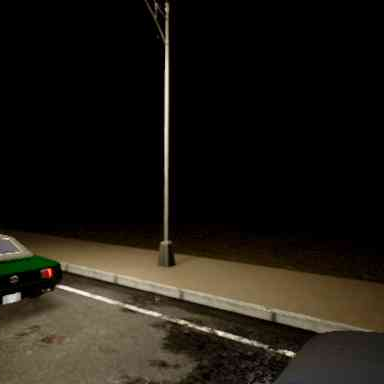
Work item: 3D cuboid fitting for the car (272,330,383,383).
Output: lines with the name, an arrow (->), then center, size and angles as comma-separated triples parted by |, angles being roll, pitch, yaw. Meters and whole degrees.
car -> 3.009, 1.557, 1.538 | 5.357, 1.411, 2.033 | 0, 0, 35

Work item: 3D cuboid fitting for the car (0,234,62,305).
car -> -4.924, 1.551, 7.084 | 4.718, 1.301, 1.895 | 0, 0, 36
